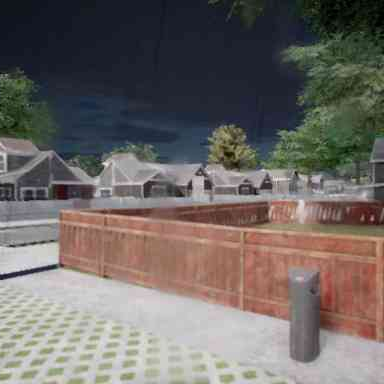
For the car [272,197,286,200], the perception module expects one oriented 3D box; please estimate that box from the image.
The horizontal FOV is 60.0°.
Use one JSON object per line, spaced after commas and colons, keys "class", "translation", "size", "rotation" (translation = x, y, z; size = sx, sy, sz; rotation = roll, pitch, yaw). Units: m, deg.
{"class": "car", "translation": [12.514, 1.388, 47.926], "size": [1.994, 1.385, 4.181], "rotation": [0, 0, 36]}
